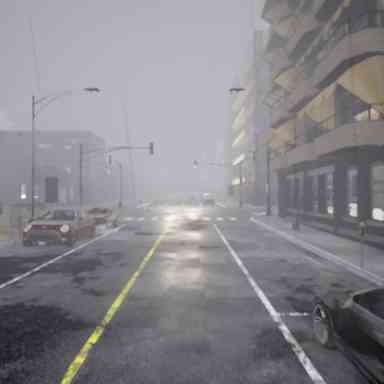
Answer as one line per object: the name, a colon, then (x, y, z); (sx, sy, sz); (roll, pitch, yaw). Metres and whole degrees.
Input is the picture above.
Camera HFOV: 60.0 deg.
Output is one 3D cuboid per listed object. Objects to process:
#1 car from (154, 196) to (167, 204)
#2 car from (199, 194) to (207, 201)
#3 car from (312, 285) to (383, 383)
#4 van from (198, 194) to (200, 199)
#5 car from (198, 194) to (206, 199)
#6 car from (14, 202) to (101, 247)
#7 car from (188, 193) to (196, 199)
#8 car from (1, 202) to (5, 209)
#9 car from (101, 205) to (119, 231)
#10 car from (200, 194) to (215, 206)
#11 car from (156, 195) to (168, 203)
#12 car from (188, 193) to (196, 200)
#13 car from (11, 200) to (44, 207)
car: (-5.695, 1.442, 58.273); (1.802, 1.307, 4.206); (1, 0, 0)
car: (2.681, 1.313, 80.803); (1.752, 1.417, 4.829); (1, 0, 0)
car: (2.700, 1.560, 3.307); (1.947, 1.339, 4.313); (1, 0, 0)
van: (2.687, 1.167, 69.473); (1.690, 1.788, 3.998); (1, 0, 0)
car: (2.677, 1.314, 91.796); (1.947, 1.339, 4.313); (1, 0, 0)
car: (-5.648, 1.412, 14.563); (1.967, 1.590, 4.097); (1, 0, 0)
car: (-0.026, 1.102, 92.639); (2.128, 1.511, 4.902); (0, 0, 0)
car: (-25.209, 1.653, 40.593); (4.313, 1.339, 1.947); (0, 0, 1)
car: (-5.651, 1.506, 20.209); (1.887, 1.381, 4.507); (1, 0, 0)
car: (2.688, 1.428, 52.731); (2.008, 1.369, 4.403); (1, 0, 0)
car: (-5.695, 1.388, 63.854); (1.887, 1.381, 4.507); (1, 0, 0)
car: (-0.022, 1.300, 82.215); (2.128, 1.511, 4.902); (0, 0, 0)
car: (-19.728, 1.613, 40.519); (4.403, 1.369, 2.008); (0, 0, 1)
